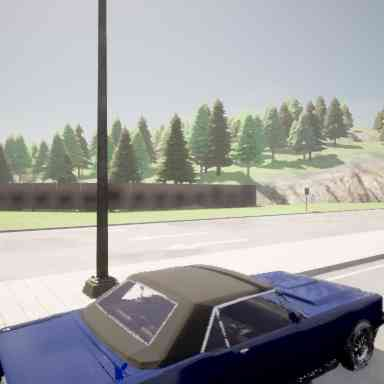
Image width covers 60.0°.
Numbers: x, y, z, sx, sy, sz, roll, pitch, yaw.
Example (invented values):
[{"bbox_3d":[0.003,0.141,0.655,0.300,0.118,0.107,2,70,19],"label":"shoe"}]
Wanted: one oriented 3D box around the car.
[{"bbox_3d":[0.368,1.601,4.013,4.718,1.301,1.895,0,0,-35],"label":"car"}]
